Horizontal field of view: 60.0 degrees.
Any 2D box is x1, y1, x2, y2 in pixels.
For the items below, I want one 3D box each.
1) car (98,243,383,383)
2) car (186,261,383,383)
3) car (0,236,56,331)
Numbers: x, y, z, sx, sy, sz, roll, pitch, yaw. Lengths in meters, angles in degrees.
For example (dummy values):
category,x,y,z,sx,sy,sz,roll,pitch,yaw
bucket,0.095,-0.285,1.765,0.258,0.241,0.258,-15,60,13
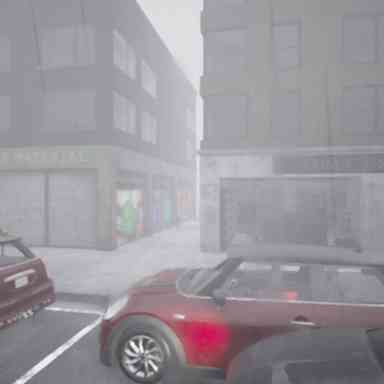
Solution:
category,x,y,z,sx,sy,sz,roll,pitch,yaw
car,0.835,1.436,4.459,4.097,1.590,1.967,0,0,12
car,2.568,1.506,2.085,4.892,1.490,1.837,0,0,12
car,-4.566,1.429,5.614,4.097,1.590,1.967,0,0,12
